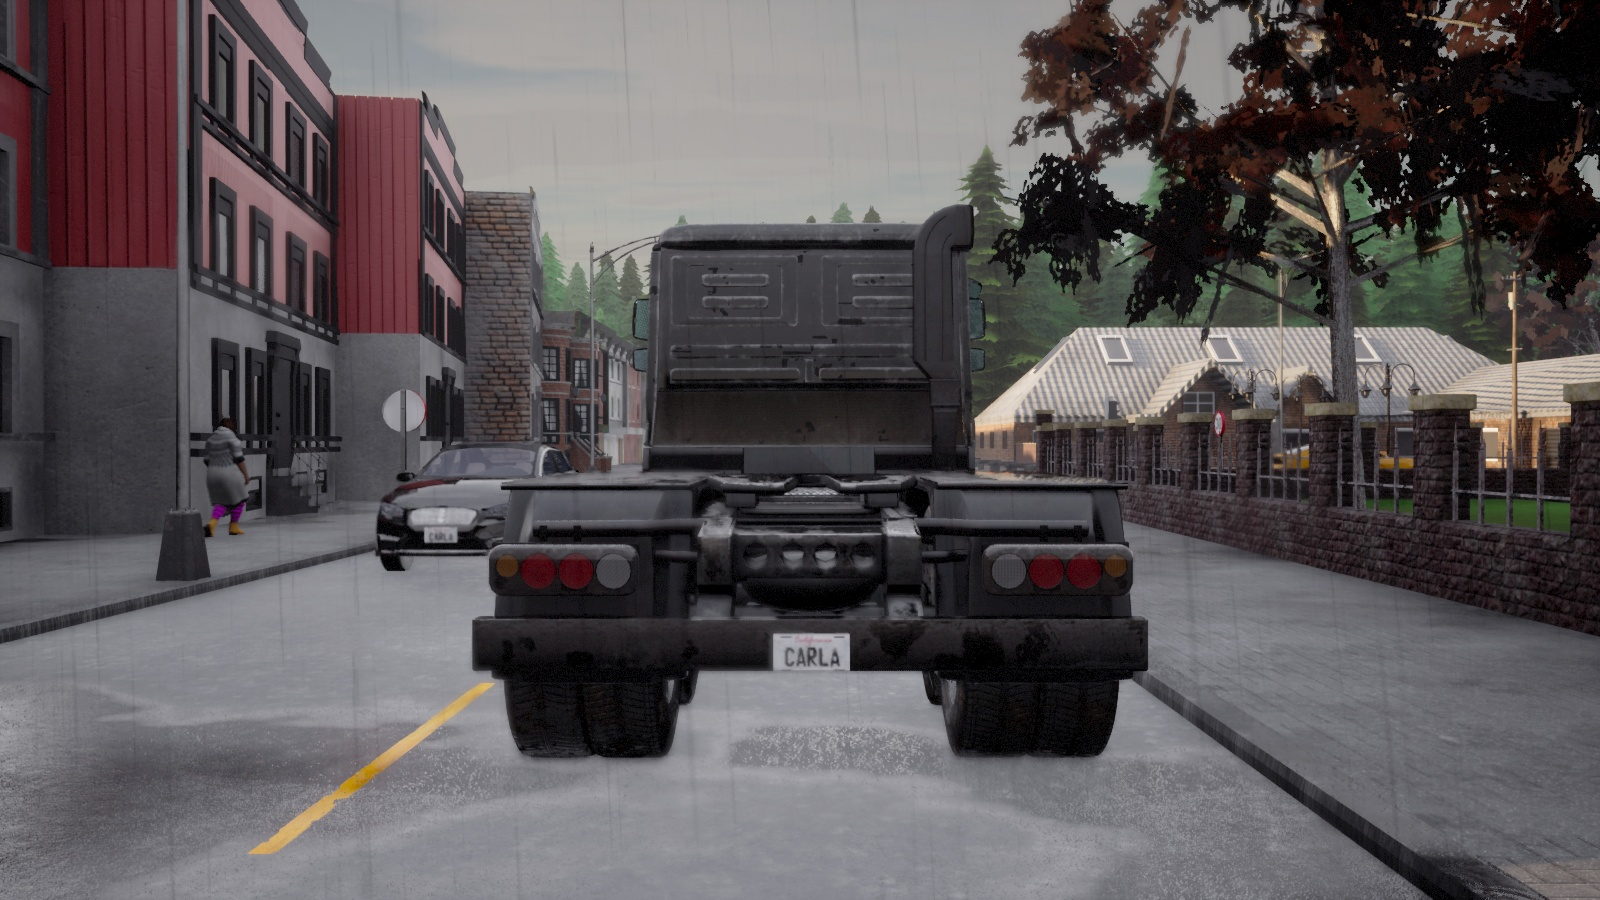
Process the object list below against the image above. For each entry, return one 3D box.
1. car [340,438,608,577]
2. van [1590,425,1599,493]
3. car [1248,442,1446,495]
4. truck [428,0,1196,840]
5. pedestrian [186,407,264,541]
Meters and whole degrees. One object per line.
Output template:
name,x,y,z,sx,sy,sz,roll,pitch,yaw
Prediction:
car,-3.901,0.609,16.039,2.128,1.511,4.902,0,0,0
van,26.112,0.282,36.942,4.480,2.038,2.069,0,0,-1
car,16.047,0.528,36.972,5.008,1.535,1.882,0,0,-1
truck,0.065,-0.284,8.702,2.891,3.462,7.936,0,0,0
pedestrian,-8.605,0.343,18.814,0.659,1.952,0.873,0,0,16
